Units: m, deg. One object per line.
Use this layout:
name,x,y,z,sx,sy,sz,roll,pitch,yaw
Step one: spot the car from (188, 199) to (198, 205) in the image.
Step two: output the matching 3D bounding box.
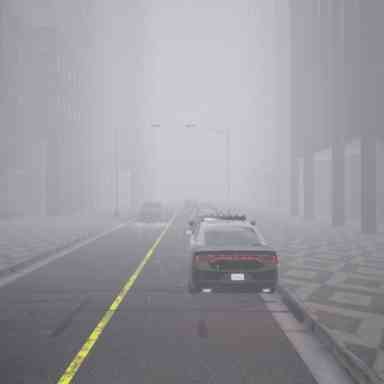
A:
car,0.801,1.496,24.856,1.837,1.490,4.892,0,0,0

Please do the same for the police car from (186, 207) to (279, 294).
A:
police car,0.865,1.425,8.964,1.930,1.638,5.238,0,0,0

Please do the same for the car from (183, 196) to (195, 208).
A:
car,-0.160,1.505,46.165,1.812,1.442,4.674,0,0,0

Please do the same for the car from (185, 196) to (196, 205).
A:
car,-0.242,1.451,60.445,1.882,1.535,5.008,0,0,0

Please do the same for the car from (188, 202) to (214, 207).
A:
car,0.826,1.521,18.855,1.812,1.442,4.674,0,0,0

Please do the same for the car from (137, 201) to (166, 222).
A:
car,-3.105,1.494,26.289,1.837,1.490,4.892,0,0,0
